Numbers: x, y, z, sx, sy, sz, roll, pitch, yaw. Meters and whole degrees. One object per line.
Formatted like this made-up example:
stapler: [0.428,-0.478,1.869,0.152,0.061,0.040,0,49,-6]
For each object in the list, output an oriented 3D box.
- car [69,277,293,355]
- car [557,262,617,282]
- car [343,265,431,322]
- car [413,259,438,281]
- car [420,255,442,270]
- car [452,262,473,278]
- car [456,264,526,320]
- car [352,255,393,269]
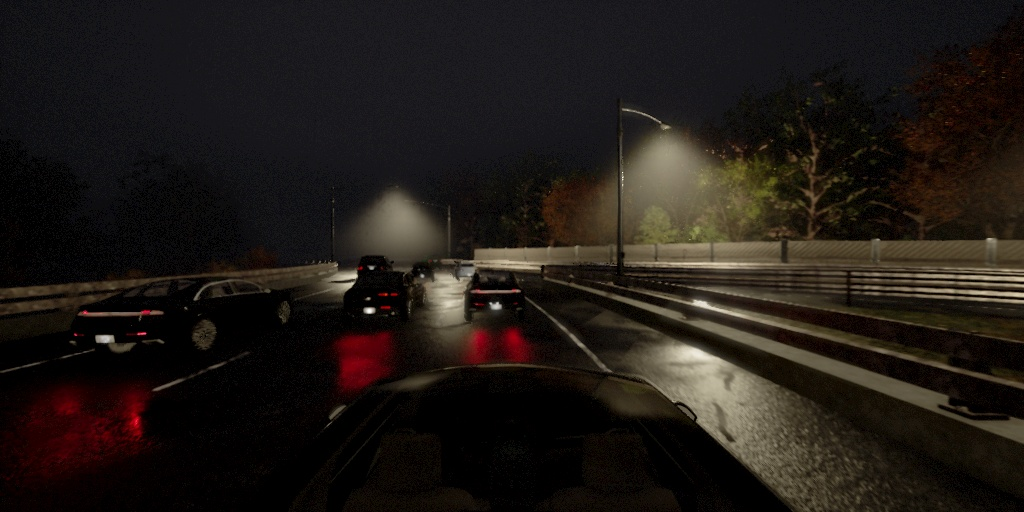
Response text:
car: [-7.360,1.251,8.770,2.128,1.511,4.902,0,0,-4]
car: [5.494,1.172,26.882,2.128,1.511,4.902,-1,0,-42]
car: [-4.157,1.247,12.303,1.837,1.490,4.892,0,0,-5]
car: [-7.233,1.221,28.861,1.837,1.490,4.892,0,0,-15]
car: [-11.485,0.872,50.470,2.150,2.045,5.566,0,0,-27]
car: [-3.900,1.228,29.941,1.812,1.442,4.674,0,0,-15]
car: [-0.668,1.221,12.568,2.128,1.511,4.902,0,0,-5]
car: [-10.491,0.952,27.698,2.150,2.045,5.566,0,0,-14]
